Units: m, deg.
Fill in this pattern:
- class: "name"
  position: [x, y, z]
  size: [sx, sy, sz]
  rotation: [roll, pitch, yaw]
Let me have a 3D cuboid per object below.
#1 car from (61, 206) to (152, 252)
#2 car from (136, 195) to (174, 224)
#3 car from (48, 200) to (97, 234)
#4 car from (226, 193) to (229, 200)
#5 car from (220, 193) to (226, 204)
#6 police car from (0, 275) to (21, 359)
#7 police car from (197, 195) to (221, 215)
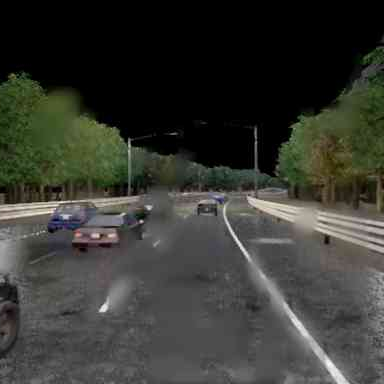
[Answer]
- class: "car"
  position: [-3.231, 1.534, 13.903]
  size: [2.033, 1.411, 5.357]
  rotation: [0, 0, 2]
- class: "car"
  position: [-2.682, 1.201, 24.777]
  size: [2.150, 2.045, 5.566]
  rotation: [0, 0, 4]
- class: "car"
  position: [-6.362, 1.332, 19.143]
  size: [2.097, 1.767, 4.553]
  rotation: [0, 0, 3]
- class: "car"
  position: [7.021, 0.996, 73.702]
  size: [2.128, 1.511, 4.902]
  rotation: [0, 1, 11]
- class: "car"
  position: [4.091, 1.199, 55.195]
  size: [1.882, 1.535, 5.008]
  rotation: [0, 1, 8]
- class: "police car"
  position: [-3.487, 1.500, 3.047]
  size: [2.038, 1.542, 4.974]
  rotation: [0, 0, 1]
- class: "police car"
  position: [1.624, 1.389, 33.485]
  size: [1.930, 1.638, 5.238]
  rotation: [0, 0, 5]
